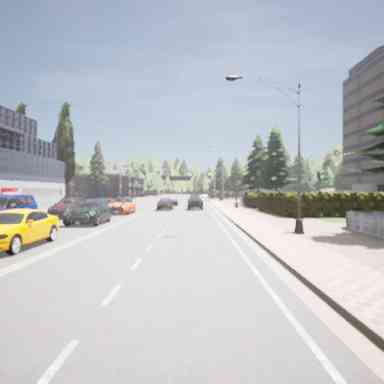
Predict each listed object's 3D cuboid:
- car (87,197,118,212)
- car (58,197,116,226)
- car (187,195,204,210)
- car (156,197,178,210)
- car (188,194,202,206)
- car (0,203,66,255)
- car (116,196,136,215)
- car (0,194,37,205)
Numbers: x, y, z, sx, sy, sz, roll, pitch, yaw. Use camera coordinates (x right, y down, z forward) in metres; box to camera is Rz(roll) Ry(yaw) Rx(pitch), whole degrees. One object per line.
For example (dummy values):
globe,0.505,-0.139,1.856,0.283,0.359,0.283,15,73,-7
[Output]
car,-10.238,1.372,38.454,2.128,1.511,4.902,0,0,1
car,-6.942,1.282,22.490,2.097,1.767,4.553,0,0,1
car,0.423,1.380,40.181,1.837,1.490,4.892,0,0,1
car,-3.180,1.423,39.941,2.033,1.411,5.357,0,0,1
car,0.422,1.194,50.385,2.097,1.767,4.553,0,0,1
car,-7.033,1.436,13.254,1.882,1.535,5.008,0,0,1
car,-6.829,1.250,32.605,2.097,1.767,4.553,0,0,1
car,-10.485,1.164,18.295,2.150,2.045,5.566,0,0,1
